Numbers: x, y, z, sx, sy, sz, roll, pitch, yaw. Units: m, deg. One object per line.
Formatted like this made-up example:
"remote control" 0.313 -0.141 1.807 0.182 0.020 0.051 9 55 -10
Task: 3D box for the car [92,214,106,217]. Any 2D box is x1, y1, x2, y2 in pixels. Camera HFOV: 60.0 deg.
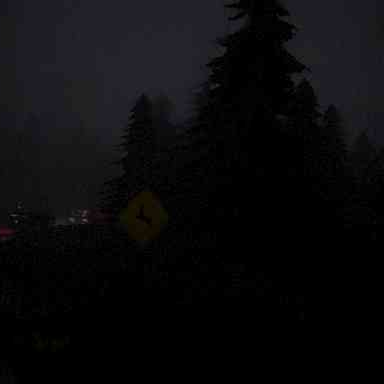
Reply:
"car" -10.026 2.794 40.967 1.812 1.442 4.674 5 -2 12

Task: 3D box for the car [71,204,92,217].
"car" -13.209 2.372 42.051 2.097 1.767 4.553 5 -2 13

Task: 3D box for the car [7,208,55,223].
"car" -12.477 2.006 26.188 2.128 1.511 4.902 4 -2 1
